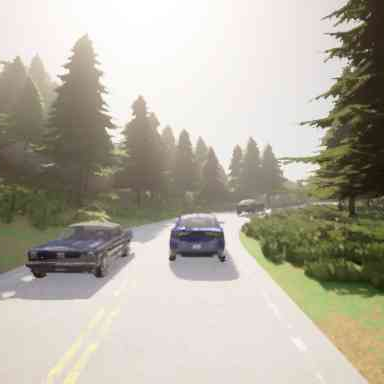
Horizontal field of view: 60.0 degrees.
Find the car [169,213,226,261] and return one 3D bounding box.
[{"bbox_3d":[0.254,1.551,12.711,1.882,1.535,5.008,0,0,2],"label":"car"}]

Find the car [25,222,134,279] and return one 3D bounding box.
[{"bbox_3d":[-3.182,1.651,10.391,1.895,1.301,4.718,0,0,1],"label":"car"}]

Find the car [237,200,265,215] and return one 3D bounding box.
[{"bbox_3d":[6.130,1.549,34.292,1.837,1.490,4.892,-4,-1,29],"label":"car"}]
